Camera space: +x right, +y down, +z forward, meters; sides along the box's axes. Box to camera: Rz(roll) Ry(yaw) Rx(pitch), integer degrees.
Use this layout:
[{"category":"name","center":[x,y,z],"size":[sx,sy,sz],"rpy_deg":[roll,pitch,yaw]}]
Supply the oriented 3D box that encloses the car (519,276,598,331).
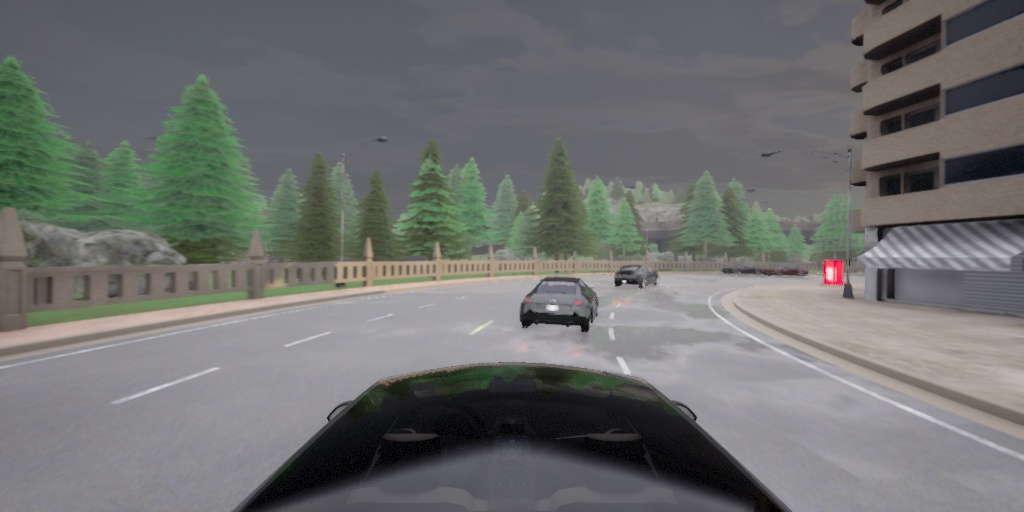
[{"category":"car","center":[1.597,1.334,11.250],"size":[1.994,1.385,4.181],"rpy_deg":[1,0,16]}]

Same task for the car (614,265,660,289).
[{"category":"car","center":[8.672,1.375,24.710],"size":[1.837,1.490,4.892],"rpy_deg":[0,0,39]}]

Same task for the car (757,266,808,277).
[{"category":"car","center":[31.424,1.775,41.416],"size":[4.718,1.301,1.895],"rpy_deg":[1,0,-10]}]

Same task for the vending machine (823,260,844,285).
[{"category":"vending machine","center":[24.068,1.269,26.874],"size":[0.880,2.100,1.100],"rpy_deg":[0,0,-27]}]

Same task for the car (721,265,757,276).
[{"category":"car","center":[28.471,1.736,44.347],"size":[4.718,1.301,1.895],"rpy_deg":[1,0,-12]}]
